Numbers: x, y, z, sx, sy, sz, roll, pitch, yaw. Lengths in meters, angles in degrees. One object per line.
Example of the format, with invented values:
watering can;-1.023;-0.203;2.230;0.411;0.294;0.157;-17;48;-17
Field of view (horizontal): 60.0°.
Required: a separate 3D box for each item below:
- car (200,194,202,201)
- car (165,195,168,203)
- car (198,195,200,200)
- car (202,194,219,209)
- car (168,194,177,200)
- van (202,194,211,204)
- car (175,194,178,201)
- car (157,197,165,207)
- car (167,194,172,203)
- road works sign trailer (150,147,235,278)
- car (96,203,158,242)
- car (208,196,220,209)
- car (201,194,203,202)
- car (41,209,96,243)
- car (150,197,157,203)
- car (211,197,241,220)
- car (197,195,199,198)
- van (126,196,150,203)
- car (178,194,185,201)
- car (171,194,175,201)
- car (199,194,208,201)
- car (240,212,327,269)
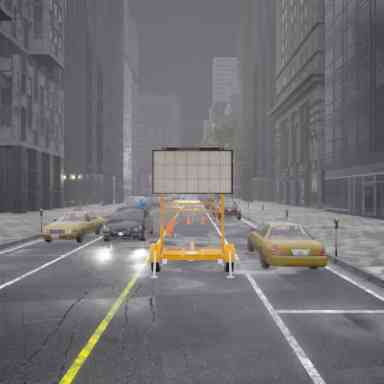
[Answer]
car;2.962;1.480;61.537;1.967;1.590;4.097;0;0;0
car;-5.573;1.574;55.924;1.887;1.381;4.507;0;0;0
car;2.990;1.659;78.455;1.802;1.307;4.206;0;0;0
car;2.933;1.323;44.619;2.192;1.841;5.009;0;0;0
car;-5.507;1.457;95.397;2.192;1.841;5.009;0;0;0
van;2.972;1.391;67.176;1.690;1.788;3.998;0;0;0
car;-5.526;1.412;84.118;2.192;1.841;5.009;0;0;0
car;-5.583;1.458;50.286;1.967;1.590;4.097;0;0;0
car;-5.554;1.632;67.203;1.802;1.307;4.206;0;0;0
road works sign trailer;0.016;0.461;10.099;2.380;3.560;2.880;0;0;0
car;-2.974;1.498;16.316;1.837;1.490;4.892;0;0;0
car;2.914;1.434;33.339;1.967;1.590;4.097;0;0;0
car;2.943;1.333;50.257;2.192;1.841;5.009;0;0;0
car;-5.641;1.519;16.244;1.752;1.417;4.829;0;0;1
car;-5.602;1.565;39.007;1.947;1.339;4.313;0;0;0
car;2.905;1.431;27.700;1.967;1.590;4.097;0;0;0
car;2.999;1.663;84.093;1.947;1.339;4.313;0;0;0
van;-5.610;1.335;33.369;1.690;1.788;3.998;0;0;0
car;-2.847;1.647;90.108;1.812;1.442;4.674;0;0;0
car;-5.536;1.602;78.310;1.752;1.417;4.829;0;0;0
car;3.009;1.434;89.734;2.192;1.841;5.009;0;0;0
car;2.883;1.521;10.984;1.752;1.417;4.829;0;0;1
